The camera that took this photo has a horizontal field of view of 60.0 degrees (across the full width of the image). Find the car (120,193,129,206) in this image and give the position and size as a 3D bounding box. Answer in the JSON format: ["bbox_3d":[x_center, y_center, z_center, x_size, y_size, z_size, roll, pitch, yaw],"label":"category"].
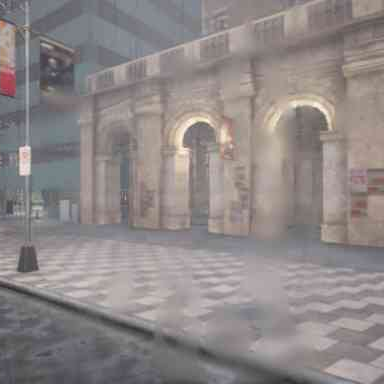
[{"bbox_3d":[-7.020,1.107,30.756,5.566,2.045,2.435,0,0,36],"label":"car"}]
